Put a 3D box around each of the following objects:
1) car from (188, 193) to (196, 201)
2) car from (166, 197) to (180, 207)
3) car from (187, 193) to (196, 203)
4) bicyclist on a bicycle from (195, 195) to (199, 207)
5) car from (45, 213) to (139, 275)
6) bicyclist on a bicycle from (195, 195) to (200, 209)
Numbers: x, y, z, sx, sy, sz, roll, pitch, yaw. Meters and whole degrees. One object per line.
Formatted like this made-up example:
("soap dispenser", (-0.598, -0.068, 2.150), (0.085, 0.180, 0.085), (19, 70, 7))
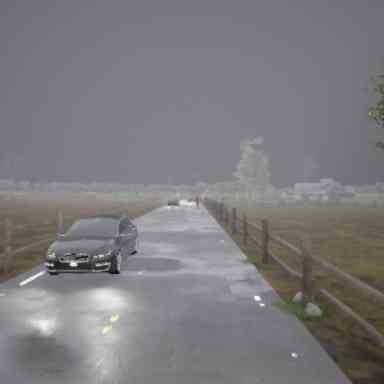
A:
("car", (-0.015, 1.324, 85.746), (2.150, 2.045, 5.566), (0, -1, 0))
("car", (-2.830, 1.547, 51.061), (2.033, 1.411, 5.357), (0, 0, 0))
("car", (-0.014, 1.632, 73.536), (1.837, 1.490, 4.892), (0, 0, 0))
("bicyclist on a bicycle", (0.746, 1.377, 52.790), (0.659, 1.776, 1.843), (0, 0, 0))
("car", (-2.853, 1.486, 10.443), (1.837, 1.490, 4.892), (0, 0, 0))
("bicyclist on a bicycle", (0.748, 1.428, 42.950), (0.582, 1.620, 1.656), (0, 0, 0))
